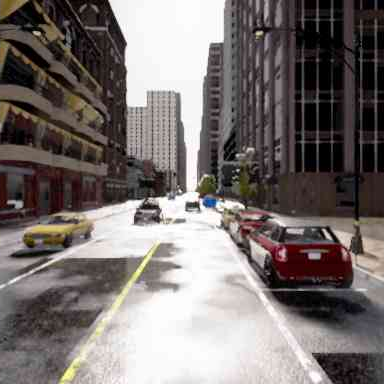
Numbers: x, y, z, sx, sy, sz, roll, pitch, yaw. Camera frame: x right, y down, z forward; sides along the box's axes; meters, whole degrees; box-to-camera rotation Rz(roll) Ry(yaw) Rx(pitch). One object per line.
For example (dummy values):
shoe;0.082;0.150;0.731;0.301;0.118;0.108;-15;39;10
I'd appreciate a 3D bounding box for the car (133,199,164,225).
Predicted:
car;-3.098;1.523;24.443;1.812;1.442;4.674;0;0;0

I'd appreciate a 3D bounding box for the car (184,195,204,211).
car;0.105;1.502;41.527;2.128;1.511;4.902;0;0;0

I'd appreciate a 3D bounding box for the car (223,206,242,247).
car;2.691;1.537;14.905;1.887;1.381;4.507;0;0;0

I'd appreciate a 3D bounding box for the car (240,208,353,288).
car;2.691;1.433;9.243;1.967;1.590;4.097;0;0;0

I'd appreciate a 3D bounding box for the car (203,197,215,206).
car;2.694;1.547;54.721;1.752;1.417;4.829;0;0;0

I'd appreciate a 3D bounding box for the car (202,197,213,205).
car;2.695;1.611;60.214;1.802;1.307;4.206;0;0;0

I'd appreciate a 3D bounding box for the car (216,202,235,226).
car;2.692;1.520;20.737;1.752;1.417;4.829;0;0;0

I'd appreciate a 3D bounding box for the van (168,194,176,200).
van;-5.683;1.444;92.601;1.690;1.788;3.998;0;0;0

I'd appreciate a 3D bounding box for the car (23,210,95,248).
car;-5.688;1.518;14.736;1.752;1.417;4.829;0;0;0

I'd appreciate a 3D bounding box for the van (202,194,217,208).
van;2.694;1.356;48.887;1.690;1.788;3.998;0;0;0
